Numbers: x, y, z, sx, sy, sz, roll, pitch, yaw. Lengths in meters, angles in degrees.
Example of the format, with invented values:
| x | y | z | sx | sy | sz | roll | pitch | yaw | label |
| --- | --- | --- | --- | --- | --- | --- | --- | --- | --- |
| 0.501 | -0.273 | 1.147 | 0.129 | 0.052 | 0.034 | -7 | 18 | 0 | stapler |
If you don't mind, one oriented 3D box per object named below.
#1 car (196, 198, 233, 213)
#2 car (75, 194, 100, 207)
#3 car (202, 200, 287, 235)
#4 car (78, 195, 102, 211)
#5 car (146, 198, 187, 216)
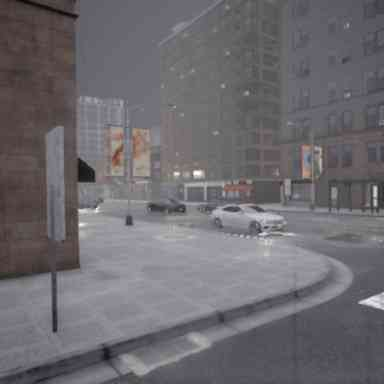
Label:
| x | y | z | sx | sy | sz | roll | pitch | yaw | label |
| --- | --- | --- | --- | --- | --- | --- | --- | --- | --- |
| 2.577 | 1.273 | 29.715 | 2.033 | 1.411 | 5.357 | -1 | 1 | -36 | car |
| -15.498 | 1.195 | 49.218 | 2.097 | 1.767 | 4.553 | -1 | 1 | -36 | car |
| 2.849 | 1.348 | 17.815 | 1.812 | 1.442 | 4.674 | -1 | 1 | -36 | car |
| -12.864 | 1.385 | 39.832 | 1.837 | 1.490 | 4.892 | -1 | 0 | -35 | car |
| -2.421 | 1.270 | 30.771 | 1.882 | 1.535 | 5.008 | -1 | 1 | -36 | car |
